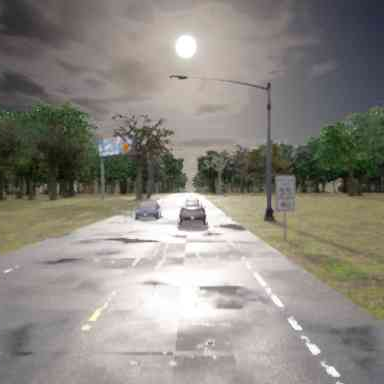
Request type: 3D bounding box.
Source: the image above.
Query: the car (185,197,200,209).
[{"bbox_3d":[0.078,1.384,43.713,1.895,1.301,4.718,0,1,0],"label":"car"}]

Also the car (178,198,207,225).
[{"bbox_3d":[0.053,1.462,23.887,2.128,1.511,4.902,0,0,0],"label":"car"}]

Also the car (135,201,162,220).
[{"bbox_3d":[-3.566,1.471,27.894,1.812,1.442,4.674,0,0,0],"label":"car"}]
